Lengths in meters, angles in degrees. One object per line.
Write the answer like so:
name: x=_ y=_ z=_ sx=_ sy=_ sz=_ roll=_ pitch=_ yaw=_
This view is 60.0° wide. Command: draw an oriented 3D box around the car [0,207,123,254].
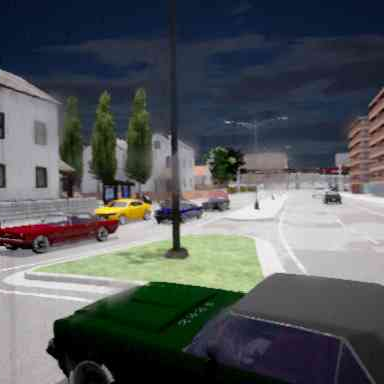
car: x=-5.243 y=1.503 z=13.420 sx=1.895 sy=1.301 sz=4.718 roll=0 pitch=1 yaw=31

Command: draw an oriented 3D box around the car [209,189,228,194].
car: x=3.905 y=0.546 z=49.212 sx=2.150 sy=2.045 sz=5.566 roll=-1 pitch=0 yaw=17

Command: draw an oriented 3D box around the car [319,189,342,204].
car: x=17.493 y=0.694 z=41.718 sx=1.882 sy=1.535 sz=5.008 roll=-1 pitch=1 yaw=17

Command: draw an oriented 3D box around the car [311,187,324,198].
car: x=24.310 y=0.060 z=64.037 sx=2.150 sy=2.045 sz=5.566 roll=-1 pitch=1 yaw=17

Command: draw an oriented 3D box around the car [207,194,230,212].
car: x=2.310 y=1.161 z=31.993 sx=1.895 sy=1.301 sz=4.718 roll=-1 pitch=1 yaw=17

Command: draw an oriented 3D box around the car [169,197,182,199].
car: x=-1.551 y=1.188 z=31.362 sx=1.994 sy=1.385 sz=4.181 roll=-1 pitch=1 yaw=17

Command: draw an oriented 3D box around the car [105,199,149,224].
car: x=-4.587 y=1.258 z=22.462 sx=1.882 sy=1.535 sz=5.008 roll=-1 pitch=1 yaw=21

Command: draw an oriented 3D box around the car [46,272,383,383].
car: x=0.788 y=1.542 z=3.252 sx=4.718 sy=1.301 sz=1.895 roll=0 pitch=1 yaw=30

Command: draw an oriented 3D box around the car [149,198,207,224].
car: x=-0.784 y=1.324 z=22.571 sx=1.895 sy=1.301 sz=4.718 roll=-1 pitch=1 yaw=21
